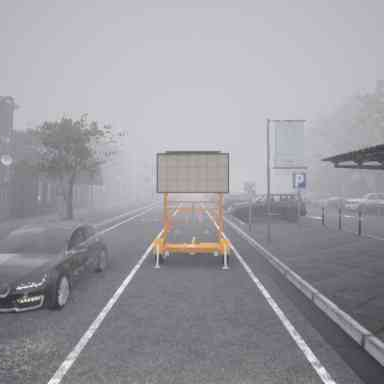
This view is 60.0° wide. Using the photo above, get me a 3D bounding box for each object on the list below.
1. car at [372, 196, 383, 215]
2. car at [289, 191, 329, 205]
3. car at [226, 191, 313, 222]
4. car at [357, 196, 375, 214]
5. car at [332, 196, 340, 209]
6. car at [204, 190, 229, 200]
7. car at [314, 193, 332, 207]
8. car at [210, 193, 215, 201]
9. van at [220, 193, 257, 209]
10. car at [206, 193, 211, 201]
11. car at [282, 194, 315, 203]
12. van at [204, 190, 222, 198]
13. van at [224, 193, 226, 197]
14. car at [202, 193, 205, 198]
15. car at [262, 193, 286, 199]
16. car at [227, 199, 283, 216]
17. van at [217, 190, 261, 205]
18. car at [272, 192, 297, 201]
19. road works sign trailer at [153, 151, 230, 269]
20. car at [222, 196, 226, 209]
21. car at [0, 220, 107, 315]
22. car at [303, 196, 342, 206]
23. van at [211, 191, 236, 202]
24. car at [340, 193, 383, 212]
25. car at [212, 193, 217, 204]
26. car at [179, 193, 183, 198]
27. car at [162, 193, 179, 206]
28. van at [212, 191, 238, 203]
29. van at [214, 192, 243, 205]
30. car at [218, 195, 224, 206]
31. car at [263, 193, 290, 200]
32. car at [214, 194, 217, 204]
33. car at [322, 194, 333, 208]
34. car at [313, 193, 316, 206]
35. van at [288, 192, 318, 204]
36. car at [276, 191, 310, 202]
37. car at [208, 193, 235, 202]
[{"bbox_3d":[18.786,1.376,28.578,5.008,1.535,2.097,0,0,0],"label":"car"},{"bbox_3d":[18.749,0.942,53.563,5.566,2.045,2.435,0,1,0],"label":"car"},{"bbox_3d":[5.682,1.142,24.900,5.566,2.045,2.435,0,0,0],"label":"car"},{"bbox_3d":[18.779,1.362,31.354,5.008,1.535,2.097,0,0,0],"label":"car"},{"bbox_3d":[18.755,1.335,36.904,4.892,1.521,2.231,0,0,0],"label":"car"},{"bbox_3d":[5.560,0.660,75.364,5.566,2.045,2.435,0,1,0],"label":"car"},{"bbox_3d":[18.932,1.296,42.460,5.366,1.575,1.946,0,0,0],"label":"car"},{"bbox_3d":[5.655,1.230,50.137,4.892,1.521,2.231,0,1,0],"label":"car"},{"bbox_3d":[5.786,1.077,41.722,4.442,1.987,1.878,0,0,0],"label":"van"},{"bbox_3d":[5.608,0.913,55.742,5.566,2.045,2.435,0,1,0],"label":"car"},{"bbox_3d":[18.893,1.119,59.117,5.366,1.575,1.946,0,1,0],"label":"car"},{"bbox_3d":[5.445,0.541,86.577,4.442,1.987,1.878,0,1,0],"label":"van"},{"bbox_3d":[5.807,1.125,33.310,4.442,1.987,1.878,0,0,0],"label":"van"},{"bbox_3d":[5.566,0.696,72.561,5.566,2.045,2.435,0,1,0],"label":"car"},{"bbox_3d":[18.673,0.909,75.771,4.892,1.521,2.231,0,1,0],"label":"car"},{"bbox_3d":[5.699,1.405,30.508,4.674,1.452,2.002,0,0,0],"label":"car"},{"bbox_3d":[5.560,1.096,38.920,4.442,1.987,1.878,0,0,0],"label":"van"},{"bbox_3d":[18.718,0.889,67.443,4.553,1.767,2.185,0,1,0],"label":"car"},{"bbox_3d":[0.036,0.441,11.128,2.380,3.560,2.880,0,0,2],"label":"road works sign trailer"},{"bbox_3d":[5.518,1.376,27.704,5.366,1.575,1.946,0,0,0],"label":"car"},{"bbox_3d":[-3.357,1.494,7.831,1.837,1.490,4.892,0,0,0],"label":"car"},{"bbox_3d":[18.763,1.282,48.015,4.792,1.488,2.163,0,1,0],"label":"car"},{"bbox_3d":[5.739,0.866,61.350,4.442,1.987,1.878,0,1,0],"label":"van"},{"bbox_3d":[18.739,1.097,34.129,5.566,2.045,2.435,0,0,0],"label":"car"},{"bbox_3d":[5.653,1.298,47.334,4.674,1.452,2.002,0,1,0],"label":"car"},{"bbox_3d":[-3.338,0.675,84.144,2.097,1.767,4.553,0,1,0],"label":"car"},{"bbox_3d":[-3.400,1.271,49.389,2.033,1.411,5.357,0,1,0],"label":"car"},{"bbox_3d":[5.745,0.902,58.547,4.442,1.987,1.878,0,1,0],"label":"van"},{"bbox_3d":[5.759,0.974,52.942,4.442,1.987,1.878,0,1,0],"label":"van"},{"bbox_3d":[5.678,1.337,36.114,5.008,1.535,2.097,0,0,0],"label":"car"},{"bbox_3d":[18.488,0.940,72.994,5.366,1.575,1.946,0,1,0],"label":"car"},{"bbox_3d":[5.692,1.313,44.527,4.792,1.488,2.163,0,0,0],"label":"car"},{"bbox_3d":[18.749,1.318,39.682,5.008,1.535,2.097,0,0,0],"label":"car"},{"bbox_3d":[18.711,1.310,45.231,4.792,1.488,2.163,0,1,0],"label":"car"},{"bbox_3d":[18.831,0.932,56.339,4.442,1.987,1.878,0,1,0],"label":"van"},{"bbox_3d":[18.729,0.835,61.889,5.566,2.045,2.435,0,1,0],"label":"car"},{"bbox_3d":[5.609,1.057,64.156,4.892,1.521,2.231,0,1,0],"label":"car"}]
